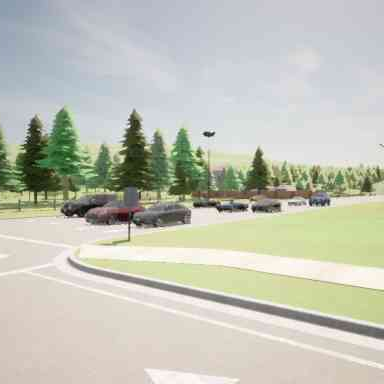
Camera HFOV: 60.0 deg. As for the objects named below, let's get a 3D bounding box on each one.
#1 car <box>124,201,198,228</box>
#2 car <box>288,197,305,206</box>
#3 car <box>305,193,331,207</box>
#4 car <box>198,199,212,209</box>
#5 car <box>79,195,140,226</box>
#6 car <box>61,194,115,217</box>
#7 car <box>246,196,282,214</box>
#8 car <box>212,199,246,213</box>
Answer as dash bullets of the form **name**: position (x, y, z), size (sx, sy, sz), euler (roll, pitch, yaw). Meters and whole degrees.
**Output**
- **car**: position (-1.919, 1.505, 22.427), size (1.837, 1.490, 4.892), euler (0, 0, 36)
- **car**: position (17.230, 1.528, 54.311), size (1.812, 1.442, 4.674), euler (0, 0, 36)
- **car**: position (20.190, 1.210, 52.425), size (2.150, 2.045, 5.566), euler (0, 0, 36)
- **car**: position (2.100, 1.601, 45.667), size (1.895, 1.301, 4.718), euler (0, 0, 36)
- **car**: position (-5.303, 1.351, 23.737), size (2.097, 1.767, 4.553), euler (0, 0, 36)
- **car**: position (-9.105, 1.221, 30.378), size (2.150, 2.045, 5.566), euler (0, 0, 36)
- **car**: position (8.191, 1.477, 36.221), size (1.882, 1.535, 5.008), euler (0, 0, 36)
- **car**: position (4.546, 1.601, 37.171), size (1.895, 1.301, 4.718), euler (0, 0, 36)
